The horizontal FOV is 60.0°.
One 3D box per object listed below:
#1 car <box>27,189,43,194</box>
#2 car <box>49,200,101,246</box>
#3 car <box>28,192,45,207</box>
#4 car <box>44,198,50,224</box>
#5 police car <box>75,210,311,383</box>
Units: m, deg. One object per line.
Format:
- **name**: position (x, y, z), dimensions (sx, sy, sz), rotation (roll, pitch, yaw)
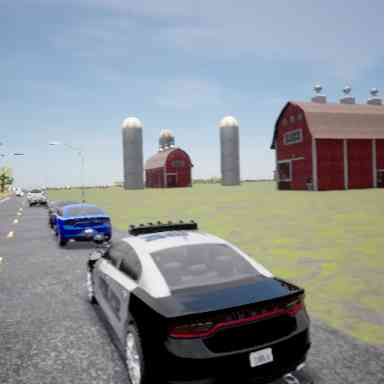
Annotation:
- **car**: position (-23.888, 0.588, 50.994), dimensions (2.150, 2.045, 5.566), rotation (-2, 2, -26)
- **car**: position (-4.827, 1.250, 14.296), dimensions (1.882, 1.535, 5.008), rotation (-2, 1, -26)
- **car**: position (-18.767, 1.093, 40.569), dimensions (1.895, 1.301, 4.718), rotation (-2, 2, -25)
- **car**: position (-7.455, 1.216, 19.690), dimensions (1.837, 1.490, 4.892), rotation (-2, 2, -26)
- **police car**: position (-0.495, 1.299, 5.405), dimensions (1.930, 1.638, 5.238), rotation (-2, 1, -26)
